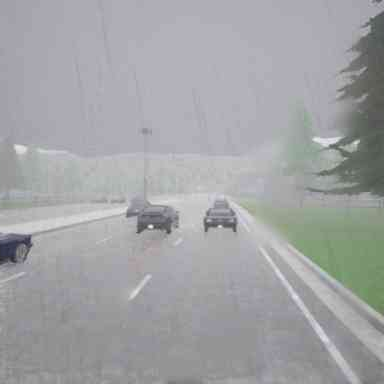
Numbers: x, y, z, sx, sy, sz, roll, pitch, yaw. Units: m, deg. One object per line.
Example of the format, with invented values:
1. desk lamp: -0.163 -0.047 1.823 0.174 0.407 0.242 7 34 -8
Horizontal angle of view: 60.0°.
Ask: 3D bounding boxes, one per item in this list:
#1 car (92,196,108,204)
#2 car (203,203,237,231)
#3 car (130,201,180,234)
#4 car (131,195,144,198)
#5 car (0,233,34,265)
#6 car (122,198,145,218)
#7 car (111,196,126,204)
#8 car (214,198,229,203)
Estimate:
1. car: -16.962 1.452 61.511 1.812 1.442 4.674 0 0 4
2. car: 1.740 1.590 20.397 1.895 1.301 4.718 0 0 5
3. car: -1.872 1.484 19.232 1.837 1.490 4.892 0 0 5
4. car: -9.974 1.325 61.097 2.097 1.767 4.553 0 0 4
5. car: -6.269 1.575 8.805 1.895 1.301 4.718 0 0 4
6. car: -4.462 1.527 29.756 1.994 1.385 4.181 0 0 5
7. car: -13.469 1.457 61.289 1.812 1.442 4.674 0 0 4
8. car: 3.652 1.470 42.049 2.128 1.511 4.902 0 0 5
